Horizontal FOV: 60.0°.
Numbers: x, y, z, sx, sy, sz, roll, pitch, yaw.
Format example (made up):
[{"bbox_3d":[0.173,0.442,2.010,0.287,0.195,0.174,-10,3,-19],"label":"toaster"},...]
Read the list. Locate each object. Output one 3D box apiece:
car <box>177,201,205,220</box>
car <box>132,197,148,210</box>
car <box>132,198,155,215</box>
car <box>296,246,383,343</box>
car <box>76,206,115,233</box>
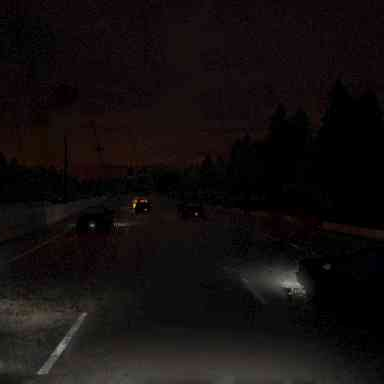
[{"bbox_3d":[-0.135,1.525,28.190,1.812,1.442,4.674,0,0,-12],"label":"car"},{"bbox_3d":[-6.886,1.477,43.982,1.882,1.535,5.008,0,0,-11],"label":"car"},{"bbox_3d":[-4.901,1.491,34.176,2.128,1.511,4.902,0,0,-11],"label":"car"},{"bbox_3d":[3.427,1.547,4.989,2.033,1.411,5.357,0,0,-5],"label":"car"},{"bbox_3d":[-5.587,1.525,19.486,1.812,1.442,4.674,0,0,-10],"label":"car"}]
